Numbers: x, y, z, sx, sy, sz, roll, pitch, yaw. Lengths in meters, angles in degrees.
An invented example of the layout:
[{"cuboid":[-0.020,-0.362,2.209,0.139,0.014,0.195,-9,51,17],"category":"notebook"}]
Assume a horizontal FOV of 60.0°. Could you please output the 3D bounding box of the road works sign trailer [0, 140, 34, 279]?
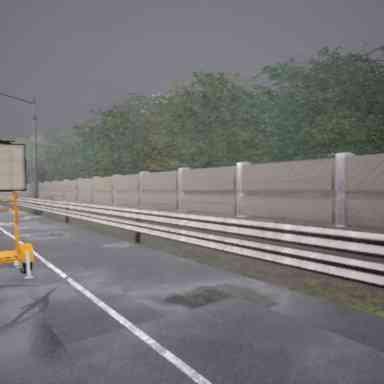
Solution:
[{"cuboid":[-5.721,0.396,8.834,2.380,3.560,2.880,-2,1,-36],"category":"road works sign trailer"}]
